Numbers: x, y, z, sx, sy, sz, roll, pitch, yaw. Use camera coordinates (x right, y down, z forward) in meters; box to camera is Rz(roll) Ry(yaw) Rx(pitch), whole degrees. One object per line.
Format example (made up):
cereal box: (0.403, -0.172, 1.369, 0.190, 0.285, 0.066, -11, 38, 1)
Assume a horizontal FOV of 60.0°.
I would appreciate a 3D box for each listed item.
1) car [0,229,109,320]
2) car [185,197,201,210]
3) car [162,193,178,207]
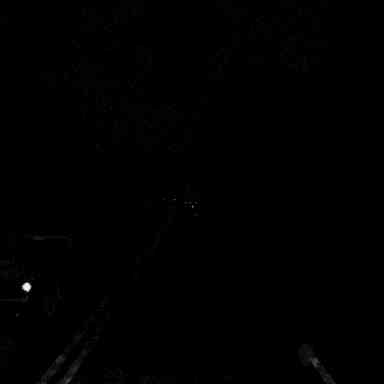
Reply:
car: (-3.350, 1.586, 7.427, 1.895, 1.301, 4.718, 0, 0, 0)
car: (0.100, 1.416, 40.544, 1.837, 1.490, 4.892, 0, 0, 0)
car: (-3.317, 1.127, 50.817, 2.150, 2.045, 5.566, 0, 0, 0)
